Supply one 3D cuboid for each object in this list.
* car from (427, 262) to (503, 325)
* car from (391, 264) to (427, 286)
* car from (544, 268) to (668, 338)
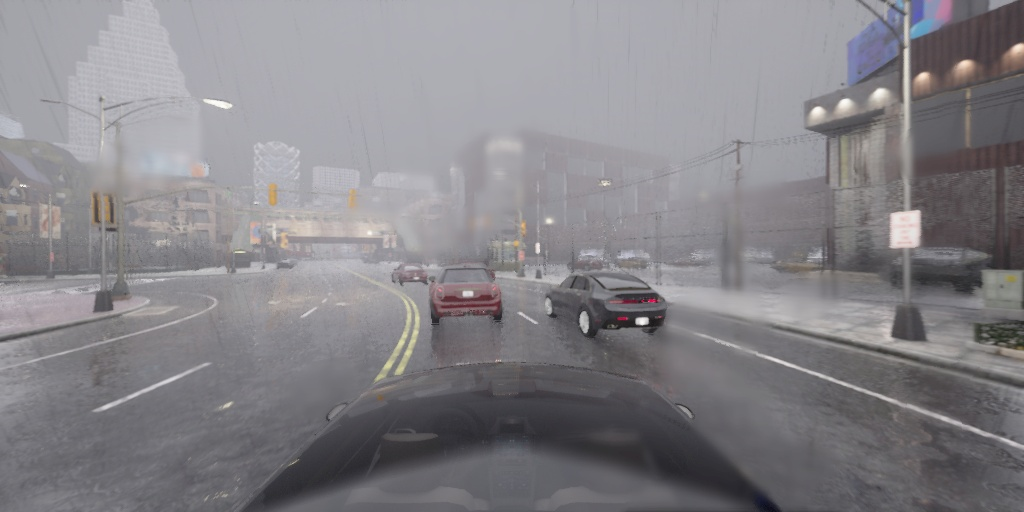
[{"bbox_3d":[-1.698,1.077,12.116,2.097,1.767,4.553,0,0,-13],"label":"car"},{"bbox_3d":[-7.094,1.241,24.777,1.812,1.442,4.674,0,0,-27],"label":"car"},{"bbox_3d":[2.338,1.207,10.166,1.837,1.490,4.892,0,-1,-12],"label":"car"}]
